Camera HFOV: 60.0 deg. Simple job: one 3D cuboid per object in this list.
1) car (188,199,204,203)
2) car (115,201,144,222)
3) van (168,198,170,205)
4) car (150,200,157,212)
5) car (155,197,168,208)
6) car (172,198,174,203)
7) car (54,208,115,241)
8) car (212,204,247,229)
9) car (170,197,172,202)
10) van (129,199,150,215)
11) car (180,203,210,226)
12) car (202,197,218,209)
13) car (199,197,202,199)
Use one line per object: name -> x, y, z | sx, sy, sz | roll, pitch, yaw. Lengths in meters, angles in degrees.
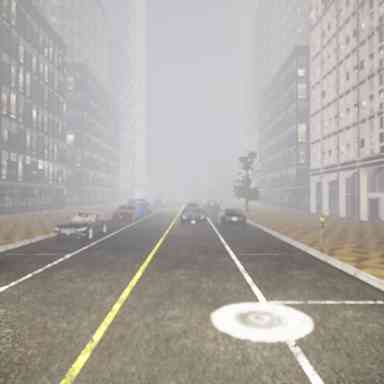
car -> 0.099, 1.859, 41.438 | 1.994, 1.385, 4.181 | 0, 0, 0
car -> -5.688, 1.753, 28.795 | 1.887, 1.381, 4.507 | 0, 0, 0
van -> -5.686, 1.781, 62.950 | 1.690, 1.788, 3.998 | 0, 0, 0
car -> -5.688, 1.869, 40.180 | 1.802, 1.307, 4.206 | 0, 0, 0
car -> -5.687, 1.842, 57.256 | 1.967, 1.590, 4.097 | 0, 0, 0
car -> -5.687, 2.150, 91.238 | 1.752, 1.417, 4.829 | 0, 0, 0
car -> -5.688, 1.678, 17.411 | 2.008, 1.369, 4.403 | 0, 0, 0
car -> 2.693, 1.733, 23.091 | 1.947, 1.339, 4.313 | 0, 0, 0
car -> -5.688, 2.043, 68.640 | 1.947, 1.339, 4.313 | 0, 0, 0
van -> -5.687, 1.589, 34.489 | 1.690, 1.788, 3.998 | 0, 0, 0
car -> 0.100, 1.781, 24.980 | 1.895, 1.301, 4.718 | 0, 0, 0
car -> 2.694, 1.765, 45.858 | 1.967, 1.590, 4.097 | 0, 0, 0
car -> 2.693, 1.965, 63.103 | 1.752, 1.417, 4.829 | 0, 0, 0
